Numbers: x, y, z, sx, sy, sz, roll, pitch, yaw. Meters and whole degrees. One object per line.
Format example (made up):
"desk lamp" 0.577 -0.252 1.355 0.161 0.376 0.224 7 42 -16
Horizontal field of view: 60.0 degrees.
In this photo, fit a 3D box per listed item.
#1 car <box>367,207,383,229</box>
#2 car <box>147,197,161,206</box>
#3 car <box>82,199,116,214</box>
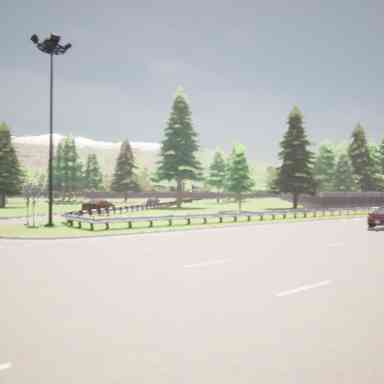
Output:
"car" 13.287 1.690 21.832 4.674 1.442 1.812 0 0 -35
"car" -6.698 1.693 58.674 2.128 1.511 4.902 0 0 5
"car" -10.148 1.569 36.734 1.882 1.535 5.008 1 0 14
